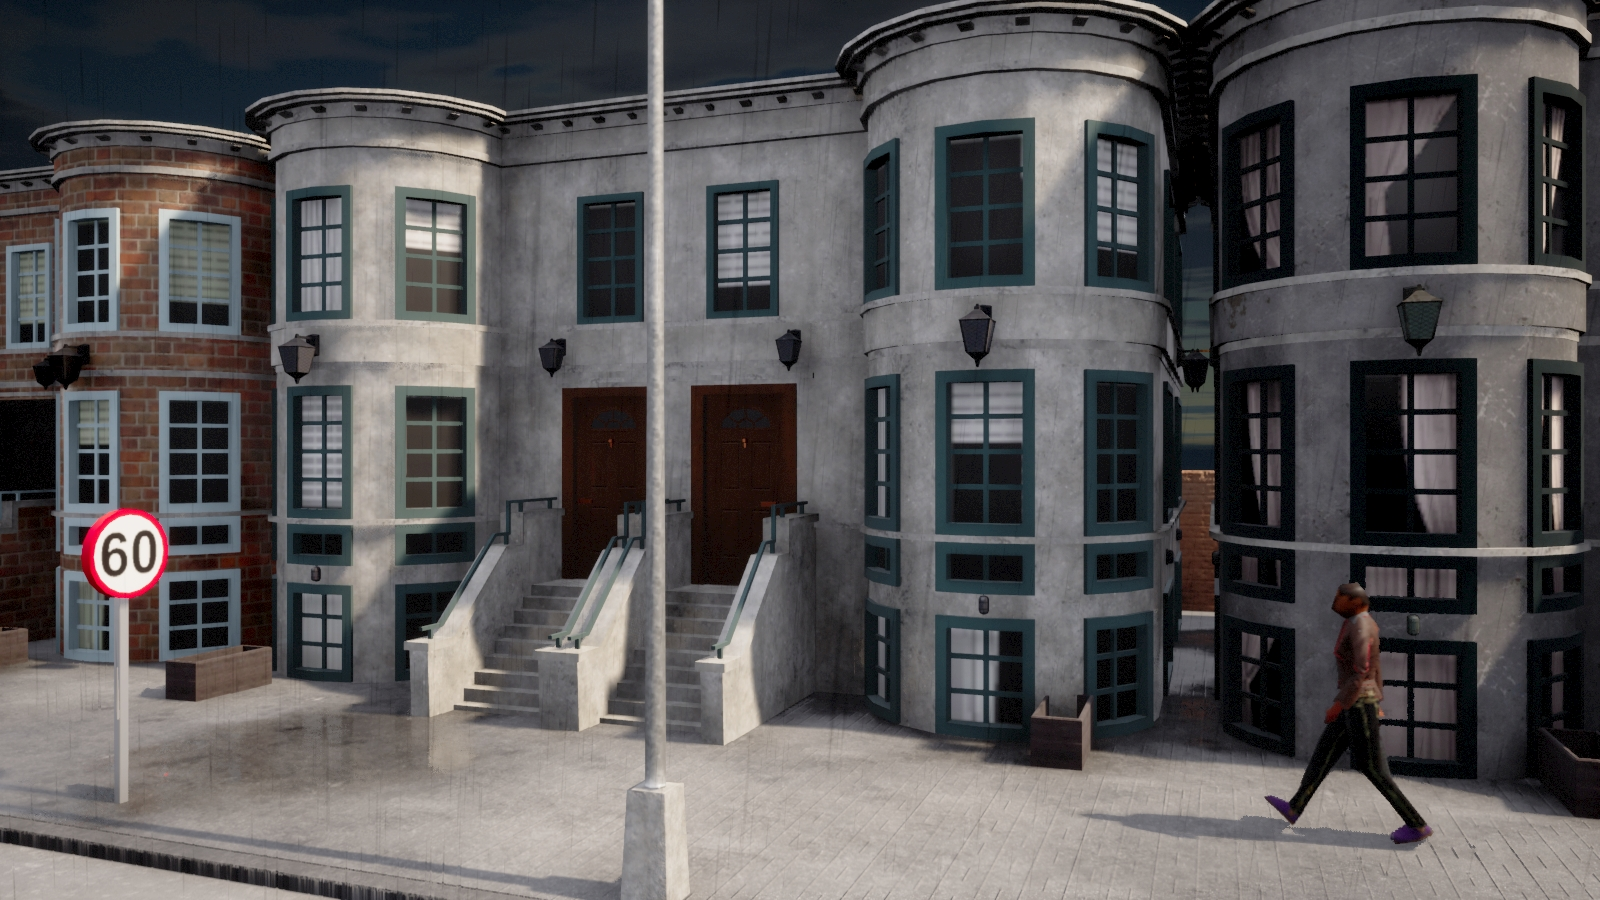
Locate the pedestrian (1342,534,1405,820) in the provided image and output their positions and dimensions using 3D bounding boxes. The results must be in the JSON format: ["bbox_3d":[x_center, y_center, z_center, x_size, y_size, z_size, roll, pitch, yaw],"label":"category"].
[{"bbox_3d":[3.924,1.524,7.829,0.375,1.860,0.375,0,0,25],"label":"pedestrian"}]
